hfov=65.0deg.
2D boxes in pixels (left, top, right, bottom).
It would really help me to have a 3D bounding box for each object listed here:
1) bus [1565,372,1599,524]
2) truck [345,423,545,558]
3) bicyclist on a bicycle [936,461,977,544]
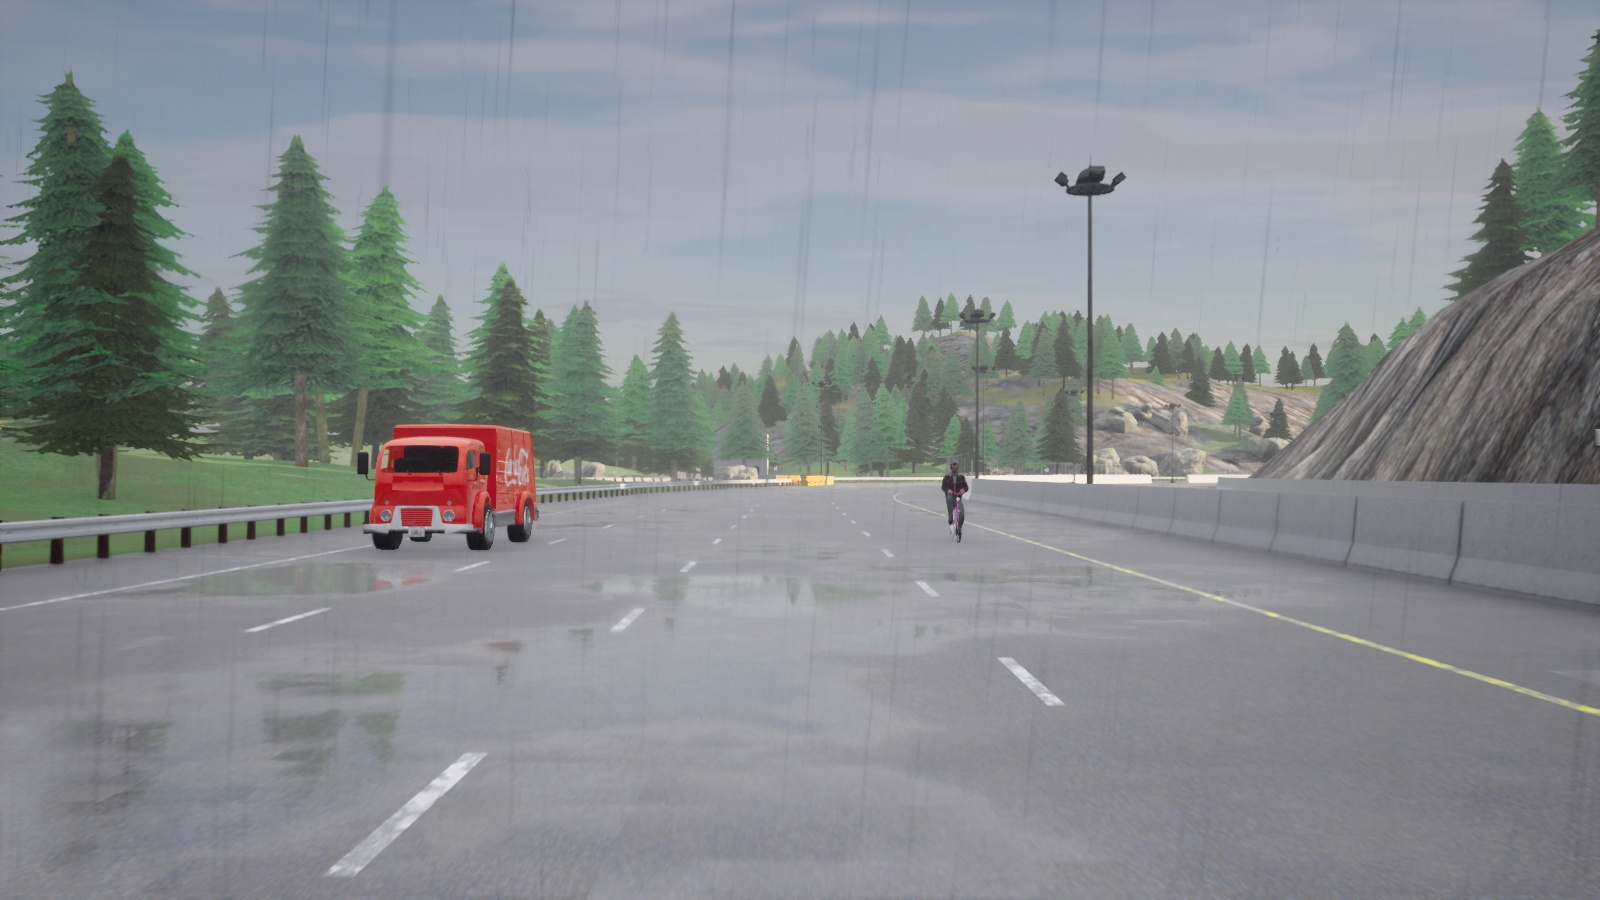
[{"bbox_3d":[24.418,-0.130,31.664,3.944,4.253,10.273,0,-1,0],"label":"bus"},{"bbox_3d":[-7.064,0.787,25.731,2.627,2.467,5.204,0,-1,0],"label":"truck"},{"bbox_3d":[3.432,1.134,27.619,0.659,1.776,1.843,0,-1,0],"label":"bicyclist on a bicycle"}]
